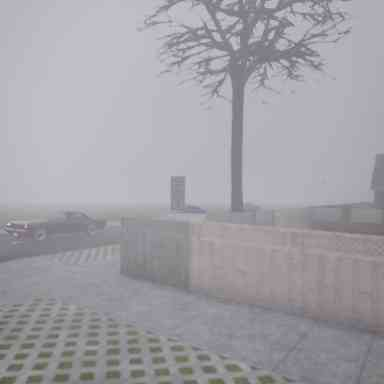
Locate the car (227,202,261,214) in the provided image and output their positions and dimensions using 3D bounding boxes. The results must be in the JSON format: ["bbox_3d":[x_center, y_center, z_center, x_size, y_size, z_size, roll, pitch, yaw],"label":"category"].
[{"bbox_3d":[5.412,1.826,34.420,1.882,1.535,5.008,1,0,35],"label":"car"}]

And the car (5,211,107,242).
[{"bbox_3d":[-6.797,1.653,17.033,1.895,1.301,4.718,1,0,35],"label":"car"}]

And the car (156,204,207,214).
[{"bbox_3d":[-0.772,1.676,25.623,1.882,1.535,5.008,1,0,35],"label":"car"}]
